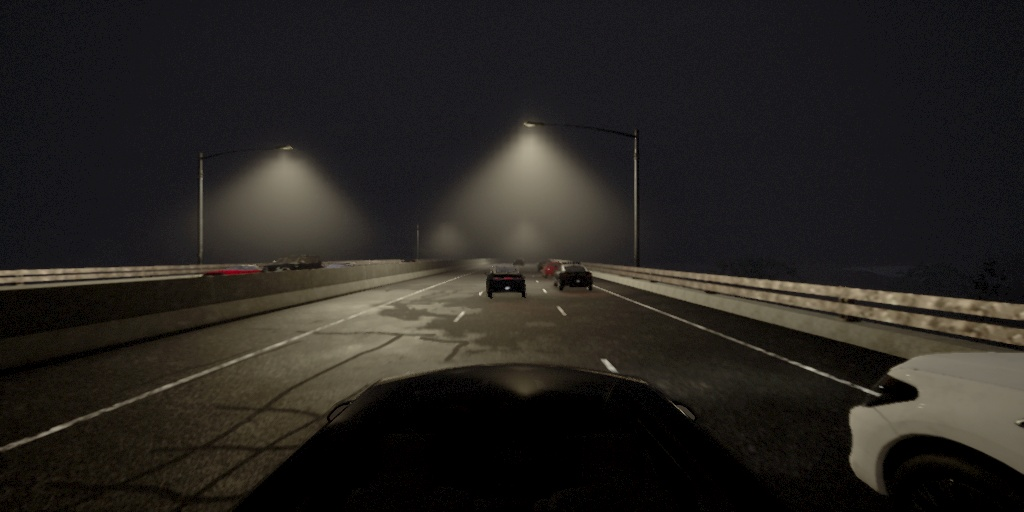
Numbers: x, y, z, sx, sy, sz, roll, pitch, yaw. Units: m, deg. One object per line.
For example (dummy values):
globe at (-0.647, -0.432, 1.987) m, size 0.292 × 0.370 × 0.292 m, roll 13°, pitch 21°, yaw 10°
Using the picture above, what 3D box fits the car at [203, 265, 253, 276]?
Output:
car at (-20.886, 1.322, 27.415) m, size 1.895 × 1.301 × 4.718 m, roll 0°, pitch 0°, yaw 1°

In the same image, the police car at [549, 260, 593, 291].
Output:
police car at (3.627, 1.159, 22.071) m, size 1.930 × 1.638 × 5.238 m, roll 0°, pitch 0°, yaw 1°

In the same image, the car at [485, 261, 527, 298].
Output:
car at (-0.342, 1.226, 18.423) m, size 2.128 × 1.511 × 4.902 m, roll 0°, pitch 0°, yaw -3°

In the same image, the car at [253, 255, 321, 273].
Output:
car at (-17.364, 0.943, 28.647) m, size 2.150 × 2.045 × 5.566 m, roll 0°, pitch 0°, yaw 1°

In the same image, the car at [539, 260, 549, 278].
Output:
car at (3.794, 1.256, 32.882) m, size 1.812 × 1.442 × 4.674 m, roll 0°, pitch 0°, yaw 1°

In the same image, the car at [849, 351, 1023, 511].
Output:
car at (3.498, 0.976, 0.146) m, size 2.150 × 2.045 × 5.566 m, roll 0°, pitch 0°, yaw 0°

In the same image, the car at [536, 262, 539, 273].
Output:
car at (4.031, 1.212, 43.803) m, size 1.882 × 1.535 × 5.008 m, roll 0°, pitch 0°, yaw 1°

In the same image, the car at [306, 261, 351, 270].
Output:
car at (-13.866, 1.288, 28.270) m, size 1.994 × 1.385 × 4.181 m, roll 0°, pitch 0°, yaw 1°
